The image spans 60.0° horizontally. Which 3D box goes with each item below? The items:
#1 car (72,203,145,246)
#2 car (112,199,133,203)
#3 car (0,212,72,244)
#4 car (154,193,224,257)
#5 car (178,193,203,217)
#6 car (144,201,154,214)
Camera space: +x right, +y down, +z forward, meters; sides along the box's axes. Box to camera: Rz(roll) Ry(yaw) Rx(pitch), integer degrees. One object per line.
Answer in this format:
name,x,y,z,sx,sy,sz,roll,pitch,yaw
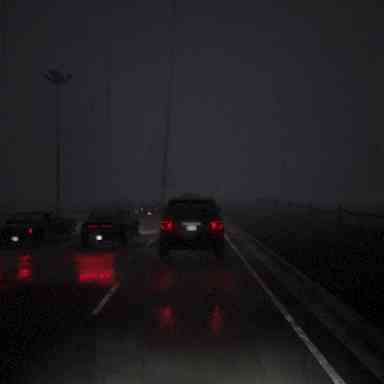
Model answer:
car,-3.512,1.459,14.973,1.837,1.490,4.892,0,0,0
car,-6.983,1.426,33.059,1.812,1.442,4.674,0,0,2
car,-7.011,1.554,15.434,1.895,1.301,4.718,0,0,0
car,-0.008,1.184,12.854,2.150,2.045,5.566,0,0,0
car,-0.056,1.128,30.987,2.150,2.045,5.566,0,0,1
car,-3.571,1.509,30.455,1.895,1.301,4.718,0,0,1
